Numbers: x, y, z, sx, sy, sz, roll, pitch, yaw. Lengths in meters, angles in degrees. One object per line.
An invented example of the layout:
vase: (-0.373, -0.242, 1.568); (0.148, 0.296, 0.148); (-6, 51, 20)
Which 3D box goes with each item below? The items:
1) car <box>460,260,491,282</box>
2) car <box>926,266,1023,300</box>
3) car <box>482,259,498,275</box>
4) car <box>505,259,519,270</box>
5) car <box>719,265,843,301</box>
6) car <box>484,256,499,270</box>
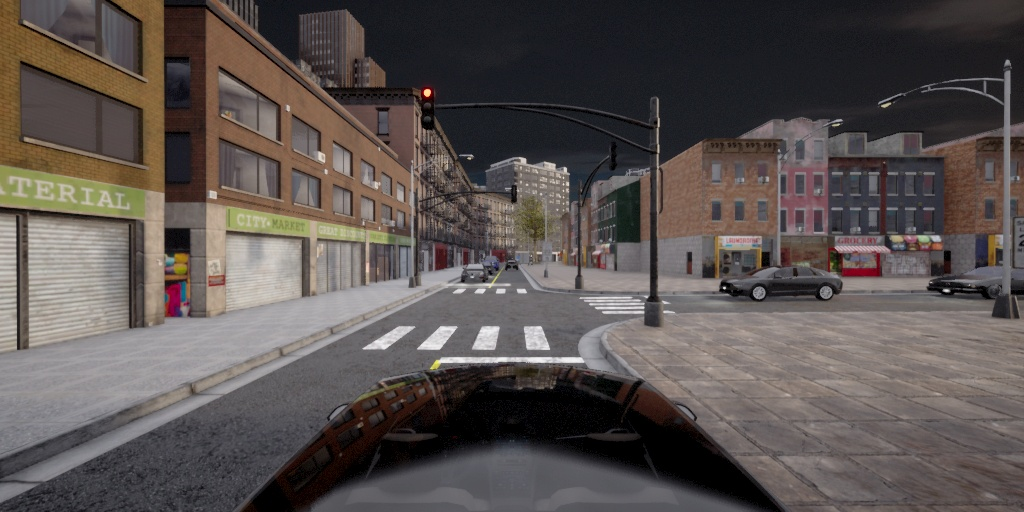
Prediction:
car: (-2.906, 1.280, 28.657); (1.812, 1.442, 4.674); (0, 0, 0)
car: (22.339, 1.165, 16.253); (5.357, 1.411, 2.033); (0, 0, 0)
car: (-2.940, 1.310, 39.090); (2.033, 1.411, 5.357); (0, 0, 0)
car: (-0.023, 1.284, 53.968); (1.837, 1.490, 4.892); (0, 0, 0)
car: (12.016, 1.178, 16.198); (4.892, 1.490, 1.837); (0, 0, 0)
car: (-2.944, 0.995, 49.711); (2.150, 2.045, 5.566); (0, 0, 1)
